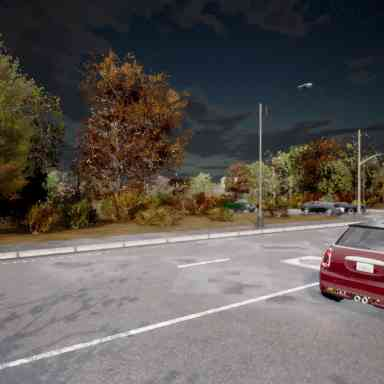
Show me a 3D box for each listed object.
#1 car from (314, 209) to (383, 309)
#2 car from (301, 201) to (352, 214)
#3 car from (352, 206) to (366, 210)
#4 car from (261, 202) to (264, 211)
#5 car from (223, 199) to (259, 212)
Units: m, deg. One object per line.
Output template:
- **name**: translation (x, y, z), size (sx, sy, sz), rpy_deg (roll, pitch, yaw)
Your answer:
- **car**: translation (4.811, 1.363, 7.120), size (4.553, 1.767, 2.097), rpy_deg (0, 0, -35)
- **car**: translation (14.102, 1.709, 36.062), size (2.128, 1.511, 4.902), rpy_deg (0, -1, -32)
- **car**: translation (17.144, 1.827, 37.807), size (1.895, 1.301, 4.718), rpy_deg (0, -1, -32)
- **car**: translation (11.098, 2.099, 47.505), size (1.882, 1.535, 5.008), rpy_deg (0, -3, -32)
- **car**: translation (6.725, 1.960, 47.905), size (2.150, 2.045, 5.566), rpy_deg (0, -3, -32)
